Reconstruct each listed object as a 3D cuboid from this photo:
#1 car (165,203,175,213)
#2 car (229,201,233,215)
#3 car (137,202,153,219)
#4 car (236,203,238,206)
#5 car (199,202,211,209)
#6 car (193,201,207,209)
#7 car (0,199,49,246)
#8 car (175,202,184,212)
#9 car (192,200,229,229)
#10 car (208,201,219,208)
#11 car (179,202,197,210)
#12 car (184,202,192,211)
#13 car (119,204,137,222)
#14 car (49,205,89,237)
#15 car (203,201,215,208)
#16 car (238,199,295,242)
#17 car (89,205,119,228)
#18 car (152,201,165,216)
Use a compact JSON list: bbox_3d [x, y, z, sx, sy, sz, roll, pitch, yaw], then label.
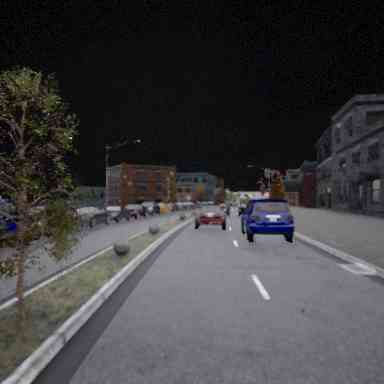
[{"bbox_3d":[-4.301,2.231,46.219,2.097,1.535,5.008,0,-1,11],"label":"car"},{"bbox_3d":[3.838,2.170,41.728,1.837,1.490,4.892,0,-1,10],"label":"car"},{"bbox_3d":[-6.107,2.014,35.115,2.163,1.488,4.792,0,-1,9],"label":"car"},{"bbox_3d":[6.713,2.252,40.867,1.895,1.301,4.718,0,-1,10],"label":"car"},{"bbox_3d":[3.092,3.126,78.416,2.002,1.452,4.674,0,-2,14],"label":"car"},{"bbox_3d":[1.806,2.804,73.082,2.185,1.767,4.553,0,-2,14],"label":"car"},{"bbox_3d":[-8.285,1.311,13.050,2.435,2.045,5.566,0,-1,4],"label":"car"},{"bbox_3d":[-3.229,2.392,51.660,2.002,1.452,4.674,0,-1,12],"label":"car"},{"bbox_3d":[1.429,1.634,24.253,2.097,1.767,4.553,0,-1,6],"label":"car"},{"bbox_3d":[5.713,3.283,89.302,2.185,1.767,4.553,0,-2,14],"label":"car"},{"bbox_3d":[-0.755,2.622,62.446,2.231,1.521,4.892,0,-2,14],"label":"car"},{"bbox_3d":[-2.039,2.479,57.079,2.231,1.521,4.892,0,-1,13],"label":"car"},{"bbox_3d":[-6.825,1.903,29.644,2.002,1.452,4.674,0,-1,7],"label":"car"},{"bbox_3d":[-7.902,1.517,18.645,2.185,1.767,4.553,0,-1,5],"label":"car"},{"bbox_3d":[4.421,3.122,83.937,2.185,1.767,4.553,0,-2,14],"label":"car"},{"bbox_3d":[3.819,1.381,17.510,2.150,2.045,5.566,0,-1,4],"label":"car"},{"bbox_3d":[-7.415,1.747,24.257,2.231,1.521,4.892,0,-1,6],"label":"car"},{"bbox_3d":[-5.253,1.985,40.782,2.185,1.767,4.553,0,-1,10],"label":"car"}]
